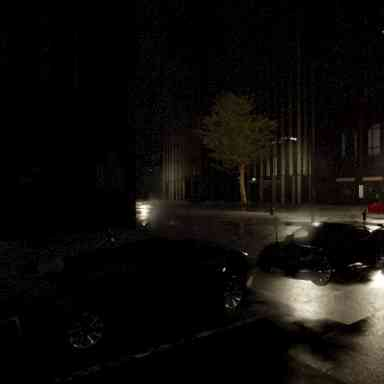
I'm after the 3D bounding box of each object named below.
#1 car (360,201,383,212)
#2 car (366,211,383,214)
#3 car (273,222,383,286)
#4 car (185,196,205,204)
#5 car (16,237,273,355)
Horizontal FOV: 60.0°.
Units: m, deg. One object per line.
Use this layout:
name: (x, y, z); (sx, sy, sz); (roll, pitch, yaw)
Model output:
car: (19.554, 1.598, 34.085); (1.994, 1.385, 4.181); (0, 0, -36)
car: (8.396, 1.551, 12.689); (4.403, 1.369, 2.008); (0, 0, -36)
car: (3.817, 1.566, 9.402); (4.313, 1.339, 1.947); (0, 0, -36)
car: (0.563, 1.629, 65.987); (1.837, 1.490, 4.892); (0, 0, -36)
car: (-0.762, 1.566, 6.116); (4.313, 1.339, 1.947); (0, 0, -36)
